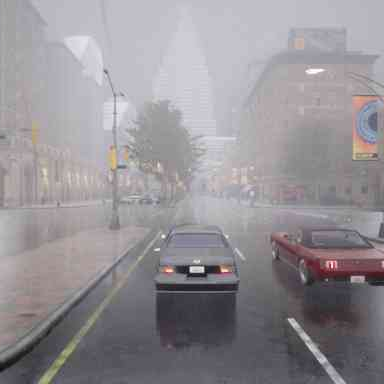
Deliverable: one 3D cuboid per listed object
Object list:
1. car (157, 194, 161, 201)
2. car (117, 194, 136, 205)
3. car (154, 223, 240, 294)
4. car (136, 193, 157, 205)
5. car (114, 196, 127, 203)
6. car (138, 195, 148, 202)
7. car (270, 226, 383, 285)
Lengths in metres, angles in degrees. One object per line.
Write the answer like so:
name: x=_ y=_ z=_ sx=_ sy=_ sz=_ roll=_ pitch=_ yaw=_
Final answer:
car: x=-8.072 y=1.526 z=68.976 sx=1.812 sy=1.442 sz=4.674 roll=0 pitch=0 yaw=0
car: x=-11.618 y=1.526 z=58.918 sx=1.812 sy=1.442 sz=4.674 roll=0 pitch=0 yaw=0
car: x=0.092 y=1.547 z=8.938 sx=2.033 sy=1.411 sz=5.357 roll=0 pitch=0 yaw=0
car: x=-8.119 y=1.491 z=59.208 sx=2.128 sy=1.511 sz=4.902 roll=0 pitch=0 yaw=0
car: x=-14.822 y=1.595 z=69.185 sx=1.895 sy=1.301 sz=4.718 roll=0 pitch=0 yaw=0
car: x=-11.583 y=1.524 z=79.198 sx=1.812 sy=1.442 sz=4.674 roll=0 pitch=0 yaw=0
car: x=3.591 y=1.601 z=9.421 sx=1.895 sy=1.301 sz=4.718 roll=0 pitch=0 yaw=0
